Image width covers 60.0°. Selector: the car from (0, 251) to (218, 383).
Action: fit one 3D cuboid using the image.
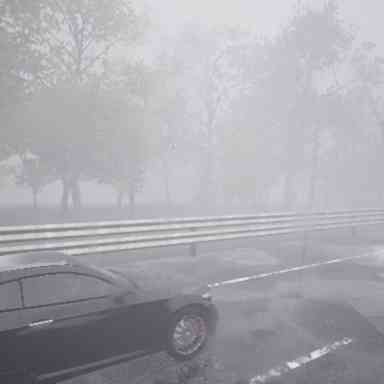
[{"bbox_3d":[-1.818,1.525,4.297,4.674,1.442,1.812,0,0,-35],"label":"car"}]
